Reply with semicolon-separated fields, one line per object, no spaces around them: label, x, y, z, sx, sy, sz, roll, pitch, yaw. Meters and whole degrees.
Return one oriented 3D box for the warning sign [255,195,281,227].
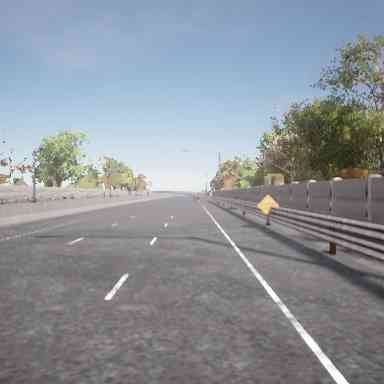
warning sign;4.549;1.097;19.907;1.300;1.860;1.060;0;0;0

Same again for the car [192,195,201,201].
car;1.222;1.527;89.875;2.097;1.767;4.553;0;0;0
